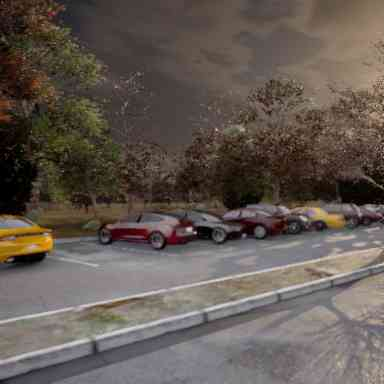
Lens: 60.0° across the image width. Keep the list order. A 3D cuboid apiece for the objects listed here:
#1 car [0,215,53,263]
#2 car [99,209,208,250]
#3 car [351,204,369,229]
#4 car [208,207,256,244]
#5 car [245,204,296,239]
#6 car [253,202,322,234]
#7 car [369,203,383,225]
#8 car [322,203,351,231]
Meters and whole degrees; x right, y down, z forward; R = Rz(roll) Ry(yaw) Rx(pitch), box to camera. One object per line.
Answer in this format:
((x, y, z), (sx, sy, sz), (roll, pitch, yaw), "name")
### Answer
((-6.782, 1.519, 11.263), (5.008, 1.535, 2.097), (-1, -1, 34), "car")
((-2.035, 1.599, 14.785), (4.792, 1.488, 2.163), (-1, -1, 34), "car")
((9.788, 1.569, 23.741), (4.553, 1.767, 2.185), (-1, -1, 32), "car")
((0.401, 1.623, 16.526), (4.792, 1.488, 2.163), (-1, -1, 33), "car")
((2.739, 1.619, 18.318), (5.008, 1.535, 2.097), (-1, -1, 33), "car")
((5.065, 1.519, 20.144), (4.553, 1.767, 2.185), (-1, -1, 33), "car")
((12.086, 1.760, 25.593), (4.674, 1.452, 2.002), (-1, -1, 32), "car")
((7.273, 1.669, 22.029), (5.366, 1.575, 1.946), (-1, -1, 32), "car")
